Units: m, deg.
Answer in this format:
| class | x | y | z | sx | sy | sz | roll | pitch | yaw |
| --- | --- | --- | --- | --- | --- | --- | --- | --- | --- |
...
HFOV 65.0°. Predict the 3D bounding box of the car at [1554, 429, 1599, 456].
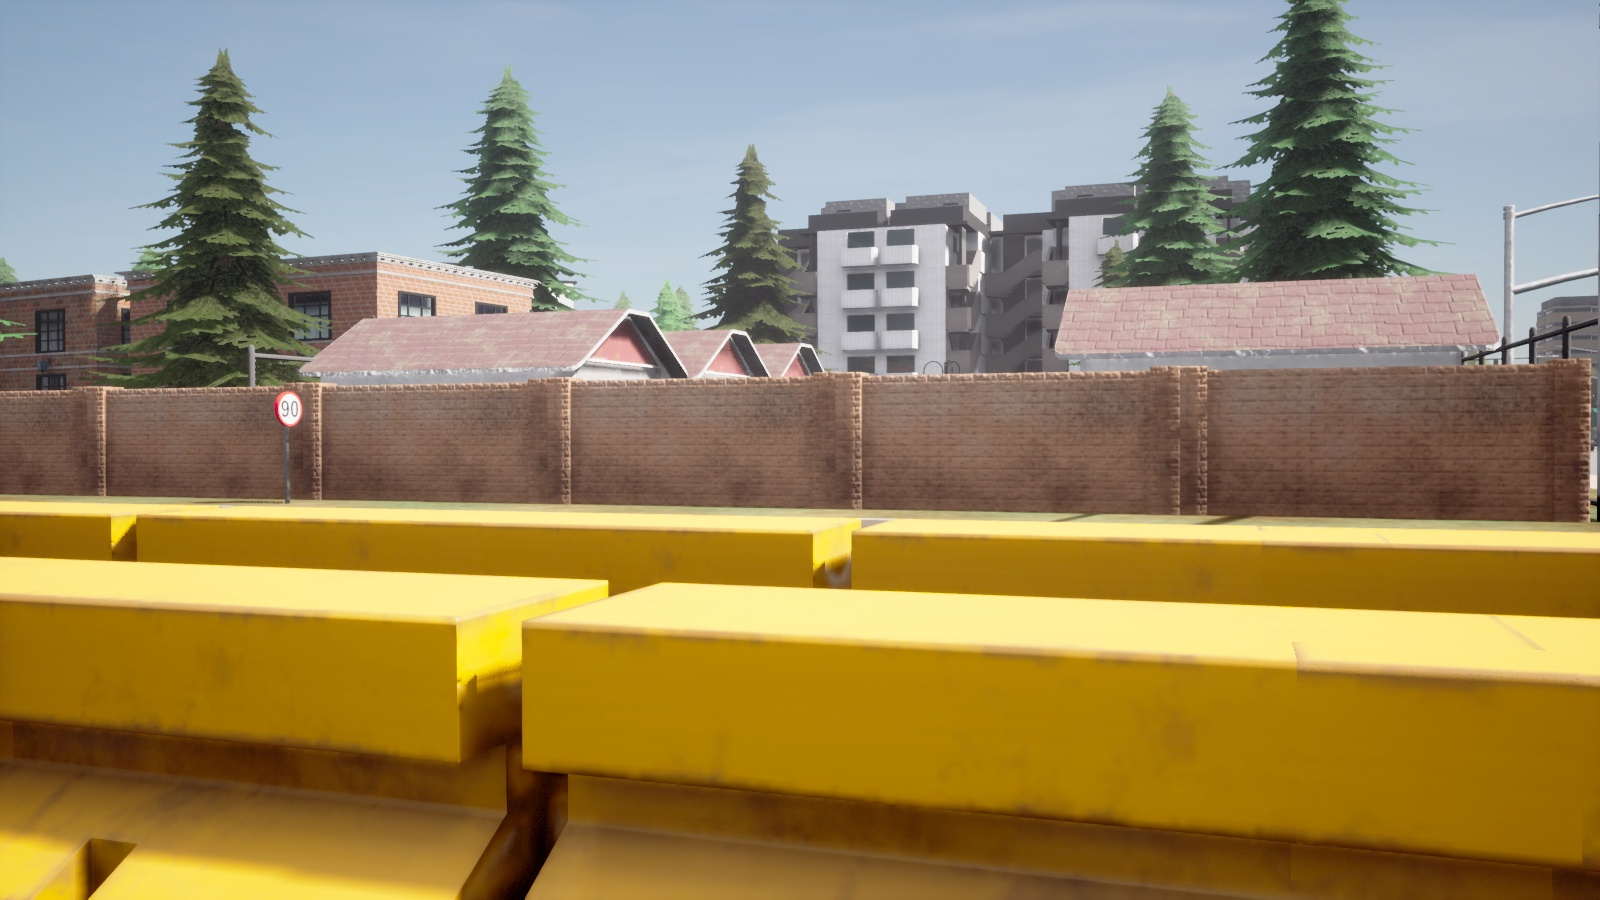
| class | x | y | z | sx | sy | sz | roll | pitch | yaw |
| --- | --- | --- | --- | --- | --- | --- | --- | --- | --- |
| car | 50.152 | -0.497 | 80.589 | 2.152 | 1.651 | 5.027 | 1 | 1 | 20 |
